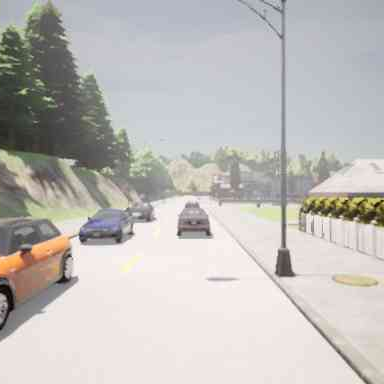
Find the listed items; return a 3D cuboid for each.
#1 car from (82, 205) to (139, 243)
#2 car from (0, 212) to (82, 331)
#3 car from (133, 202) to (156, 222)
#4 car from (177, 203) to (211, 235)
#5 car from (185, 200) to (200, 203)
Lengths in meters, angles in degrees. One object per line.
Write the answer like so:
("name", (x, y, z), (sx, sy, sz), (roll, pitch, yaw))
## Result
("car", (-4.086, 1.583, 16.617), (1.812, 1.442, 4.674), (0, 0, 0))
("car", (-4.092, 1.375, 6.698), (2.097, 1.767, 4.553), (0, 0, 0))
("car", (-4.082, 1.584, 27.092), (2.128, 1.511, 4.902), (0, 0, 0))
("car", (0.092, 1.613, 19.259), (2.033, 1.411, 5.357), (0, 0, 0))
("car", (0.053, 1.700, 40.215), (1.994, 1.385, 4.181), (0, 0, 0))
